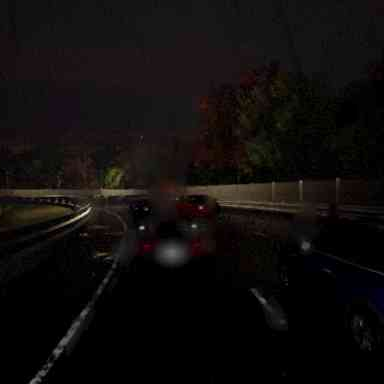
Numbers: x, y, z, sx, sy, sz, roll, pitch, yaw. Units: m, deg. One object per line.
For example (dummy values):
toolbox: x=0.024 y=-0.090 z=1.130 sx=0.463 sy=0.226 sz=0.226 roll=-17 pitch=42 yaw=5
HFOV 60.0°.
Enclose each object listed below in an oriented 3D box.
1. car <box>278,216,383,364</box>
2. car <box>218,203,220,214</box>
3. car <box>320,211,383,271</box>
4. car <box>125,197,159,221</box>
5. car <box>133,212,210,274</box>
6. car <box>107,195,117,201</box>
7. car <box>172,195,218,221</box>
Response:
car: x=3.171 y=1.339 z=6.063 sx=2.097 sy=1.767 sz=4.553 roll=0 pitch=0 yaw=-3
car: x=1.182 y=1.336 z=34.112 sx=2.097 sy=1.767 sz=4.553 roll=0 pitch=0 yaw=-18
car: x=6.212 y=1.500 z=10.987 sx=1.812 sy=1.442 sz=4.674 roll=0 pitch=0 yaw=-5
car: x=-4.085 y=1.356 z=27.623 sx=2.097 sy=1.767 sz=4.553 roll=0 pitch=0 yaw=-16
car: x=-0.741 y=1.562 z=10.631 sx=1.994 sy=1.385 sz=4.181 roll=0 pitch=0 yaw=-6
car: x=-21.597 y=1.565 z=90.169 sx=1.812 sy=1.442 sz=4.674 roll=0 pitch=0 yaw=-3
car: x=-0.060 y=1.212 z=26.298 sx=2.150 sy=2.045 sz=5.566 roll=0 pitch=0 yaw=-15
